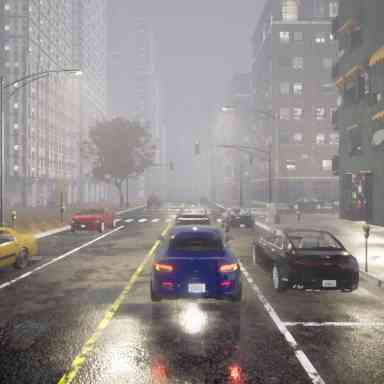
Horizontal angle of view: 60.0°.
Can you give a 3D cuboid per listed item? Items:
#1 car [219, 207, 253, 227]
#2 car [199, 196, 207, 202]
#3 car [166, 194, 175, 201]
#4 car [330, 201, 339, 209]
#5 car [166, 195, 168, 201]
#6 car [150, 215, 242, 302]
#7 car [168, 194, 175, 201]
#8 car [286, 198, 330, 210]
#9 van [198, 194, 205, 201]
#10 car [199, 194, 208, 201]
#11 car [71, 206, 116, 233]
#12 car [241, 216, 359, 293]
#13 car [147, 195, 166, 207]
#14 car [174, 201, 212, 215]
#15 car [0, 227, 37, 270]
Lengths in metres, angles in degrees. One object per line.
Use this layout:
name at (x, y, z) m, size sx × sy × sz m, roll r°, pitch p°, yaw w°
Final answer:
car at (2.654, 1.555, 19.736) m, size 2.008 × 1.369 × 4.403 m, roll 0°, pitch 0°, yaw 0°
car at (2.535, 1.599, 79.908) m, size 1.752 × 1.417 × 4.829 m, roll 0°, pitch 0°, yaw 0°
car at (-5.868, 1.410, 90.768) m, size 2.192 × 1.841 × 5.009 m, roll 0°, pitch 0°, yaw 0°
car at (18.749, 1.259, 39.229) m, size 4.829 × 1.417 × 1.752 m, roll -1°, pitch 1°, yaw -1°
car at (-5.802, 1.607, 57.631) m, size 1.947 × 1.339 × 4.313 m, roll 0°, pitch 0°, yaw 0°
car at (0.078, 1.526, 8.149) m, size 1.812 × 1.442 × 4.674 m, roll 0°, pitch 0°, yaw 0°
car at (-5.857, 1.649, 85.246) m, size 1.947 × 1.339 × 4.313 m, roll 0°, pitch 0°, yaw 0°
car at (13.352, 1.359, 39.164) m, size 4.403 × 1.369 × 2.008 m, roll -1°, pitch 1°, yaw -1°
van at (2.524, 1.425, 85.262) m, size 1.690 × 1.788 × 3.998 m, roll 0°, pitch 0°, yaw 0°
car at (2.546, 1.630, 74.216) m, size 1.947 × 1.339 × 4.313 m, roll 0°, pitch 0°, yaw 0°
car at (-5.726, 1.549, 19.720) m, size 1.887 × 1.381 × 4.507 m, roll 0°, pitch 0°, yaw 0°
car at (2.676, 1.552, 8.670) m, size 2.008 × 1.369 × 4.403 m, roll 0°, pitch 0°, yaw 0°
car at (-5.792, 1.349, 52.108) m, size 2.192 × 1.841 × 5.009 m, roll 0°, pitch 0°, yaw 0°
car at (0.045, 1.495, 18.252) m, size 2.128 × 1.511 × 4.902 m, roll 0°, pitch 0°, yaw 0°
car at (-5.704, 1.526, 8.484) m, size 1.752 × 1.417 × 4.829 m, roll 0°, pitch 0°, yaw 0°
